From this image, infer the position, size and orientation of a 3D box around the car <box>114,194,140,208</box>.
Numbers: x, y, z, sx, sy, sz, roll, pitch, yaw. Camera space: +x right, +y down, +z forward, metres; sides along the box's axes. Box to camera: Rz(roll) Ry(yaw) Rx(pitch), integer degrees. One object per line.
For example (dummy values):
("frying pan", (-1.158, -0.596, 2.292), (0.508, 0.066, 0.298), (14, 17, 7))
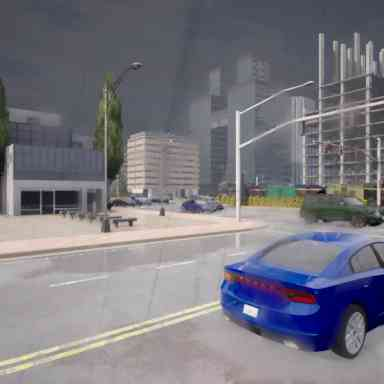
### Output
("car", (-10.036, 1.505, 49.517), (1.837, 1.490, 4.892), (0, 0, -36))

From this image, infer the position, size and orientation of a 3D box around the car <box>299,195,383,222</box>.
("car", (9.884, 1.223, 22.222), (2.150, 2.045, 5.566), (0, 0, -36))

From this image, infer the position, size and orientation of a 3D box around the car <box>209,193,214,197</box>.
("car", (5.279, 1.156, 71.640), (3.866, 1.878, 1.905), (0, 0, -38))

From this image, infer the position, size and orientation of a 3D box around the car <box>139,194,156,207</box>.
("car", (-8.095, 1.526, 52.806), (1.812, 1.442, 4.674), (0, 0, -36))

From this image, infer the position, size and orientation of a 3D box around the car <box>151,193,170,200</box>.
("car", (-8.451, 1.153, 89.487), (4.605, 1.855, 1.932), (0, 0, -38))

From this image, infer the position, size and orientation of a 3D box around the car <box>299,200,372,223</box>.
("car", (11.215, 1.492, 26.335), (2.128, 1.511, 4.902), (0, 0, -36))

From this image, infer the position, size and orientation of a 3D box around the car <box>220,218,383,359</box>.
("car", (2.744, 1.478, 6.100), (5.008, 1.535, 1.882), (0, 0, -38))

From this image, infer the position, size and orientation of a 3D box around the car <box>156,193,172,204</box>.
("car", (-6.249, 1.352, 62.455), (2.097, 1.767, 4.553), (0, 0, -36))

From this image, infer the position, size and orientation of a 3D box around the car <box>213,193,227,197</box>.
("car", (7.037, 1.395, 69.339), (3.806, 1.475, 1.970), (0, 0, -38))

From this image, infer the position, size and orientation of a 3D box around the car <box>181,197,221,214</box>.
("car", (0.581, 1.526, 34.960), (1.812, 1.442, 4.674), (0, 0, -36))

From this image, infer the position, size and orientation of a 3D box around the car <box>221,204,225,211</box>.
("car", (1.908, 1.564, 39.079), (1.994, 1.385, 4.181), (0, 0, -36))
